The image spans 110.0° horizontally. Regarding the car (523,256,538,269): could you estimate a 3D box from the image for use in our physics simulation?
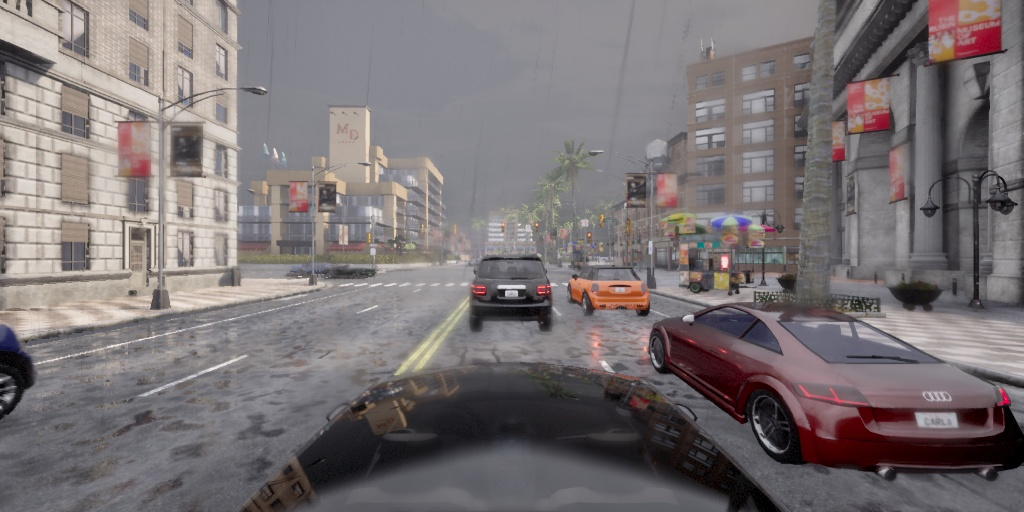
[{"bbox_3d":[2.836,0.971,57.088,2.150,2.045,5.566,0,0,1],"label":"car"}]

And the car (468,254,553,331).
[{"bbox_3d":[-0.043,0.971,11.085,2.150,2.045,5.566,0,0,-1],"label":"car"}]

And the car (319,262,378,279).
[{"bbox_3d":[-14.672,1.351,32.545,4.718,1.301,1.895,0,0,20],"label":"car"}]

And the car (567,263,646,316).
[{"bbox_3d":[3.432,1.102,13.570,2.097,1.767,4.553,0,0,-1],"label":"car"}]

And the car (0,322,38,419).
[{"bbox_3d":[-7.124,1.102,2.534,2.097,1.767,4.553,0,0,0],"label":"car"}]

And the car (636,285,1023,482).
[{"bbox_3d":[3.478,1.314,4.938,1.994,1.385,4.181,0,0,0],"label":"car"}]

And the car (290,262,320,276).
[{"bbox_3d":[-20.103,1.298,37.486,5.357,1.411,2.033,0,0,-3],"label":"car"}]
